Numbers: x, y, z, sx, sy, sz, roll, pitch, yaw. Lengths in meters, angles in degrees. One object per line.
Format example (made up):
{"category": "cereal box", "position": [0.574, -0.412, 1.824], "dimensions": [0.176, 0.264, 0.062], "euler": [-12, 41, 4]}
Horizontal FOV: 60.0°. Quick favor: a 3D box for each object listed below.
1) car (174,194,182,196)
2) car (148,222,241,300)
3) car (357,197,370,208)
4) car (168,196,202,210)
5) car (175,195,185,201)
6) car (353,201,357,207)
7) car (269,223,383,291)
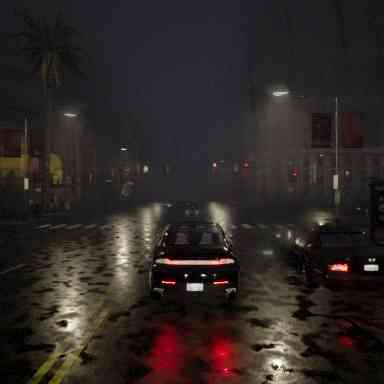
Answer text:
{"category": "car", "position": [-3.528, 1.477, 63.819], "dimensions": [1.882, 1.535, 5.008], "euler": [0, 0, 0]}
{"category": "car", "position": [0.061, 1.492, 8.386], "dimensions": [2.128, 1.511, 4.902], "euler": [0, 0, 0]}
{"category": "car", "position": [25.431, 1.505, 44.744], "dimensions": [4.892, 1.490, 1.837], "euler": [0, 0, 0]}
{"category": "car", "position": [-0.974, 1.600, 44.198], "dimensions": [1.895, 1.301, 4.718], "euler": [0, 0, -30]}
{"category": "car", "position": [-3.219, 1.525, 87.687], "dimensions": [2.128, 1.511, 4.902], "euler": [0, 0, 3]}
{"category": "car", "position": [26.051, 1.477, 48.254], "dimensions": [5.008, 1.535, 1.882], "euler": [0, 0, 0]}
{"category": "car", "position": [3.565, 1.547, 9.087], "dimensions": [2.033, 1.411, 5.357], "euler": [0, 0, 0]}
